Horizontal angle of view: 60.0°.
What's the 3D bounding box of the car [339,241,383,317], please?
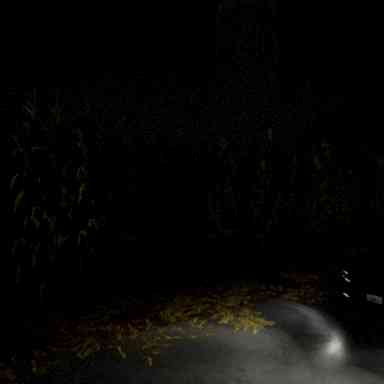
[{"bbox_3d":[5.041,1.446,6.677,5.008,1.535,1.882,0,0,-32],"label":"car"}]
